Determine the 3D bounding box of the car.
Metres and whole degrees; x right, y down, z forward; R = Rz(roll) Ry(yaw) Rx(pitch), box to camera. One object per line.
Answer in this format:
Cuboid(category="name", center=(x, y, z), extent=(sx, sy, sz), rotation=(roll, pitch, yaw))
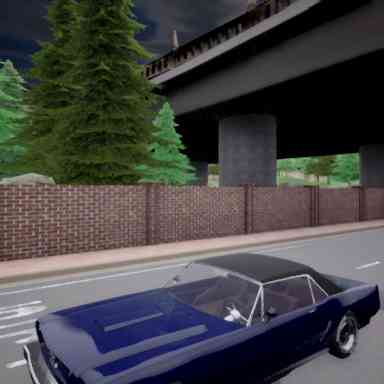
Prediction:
Cuboid(category="car", center=(0.478, 1.600, 4.372), extent=(4.718, 1.301, 1.895), rotation=(0, 0, -37))
